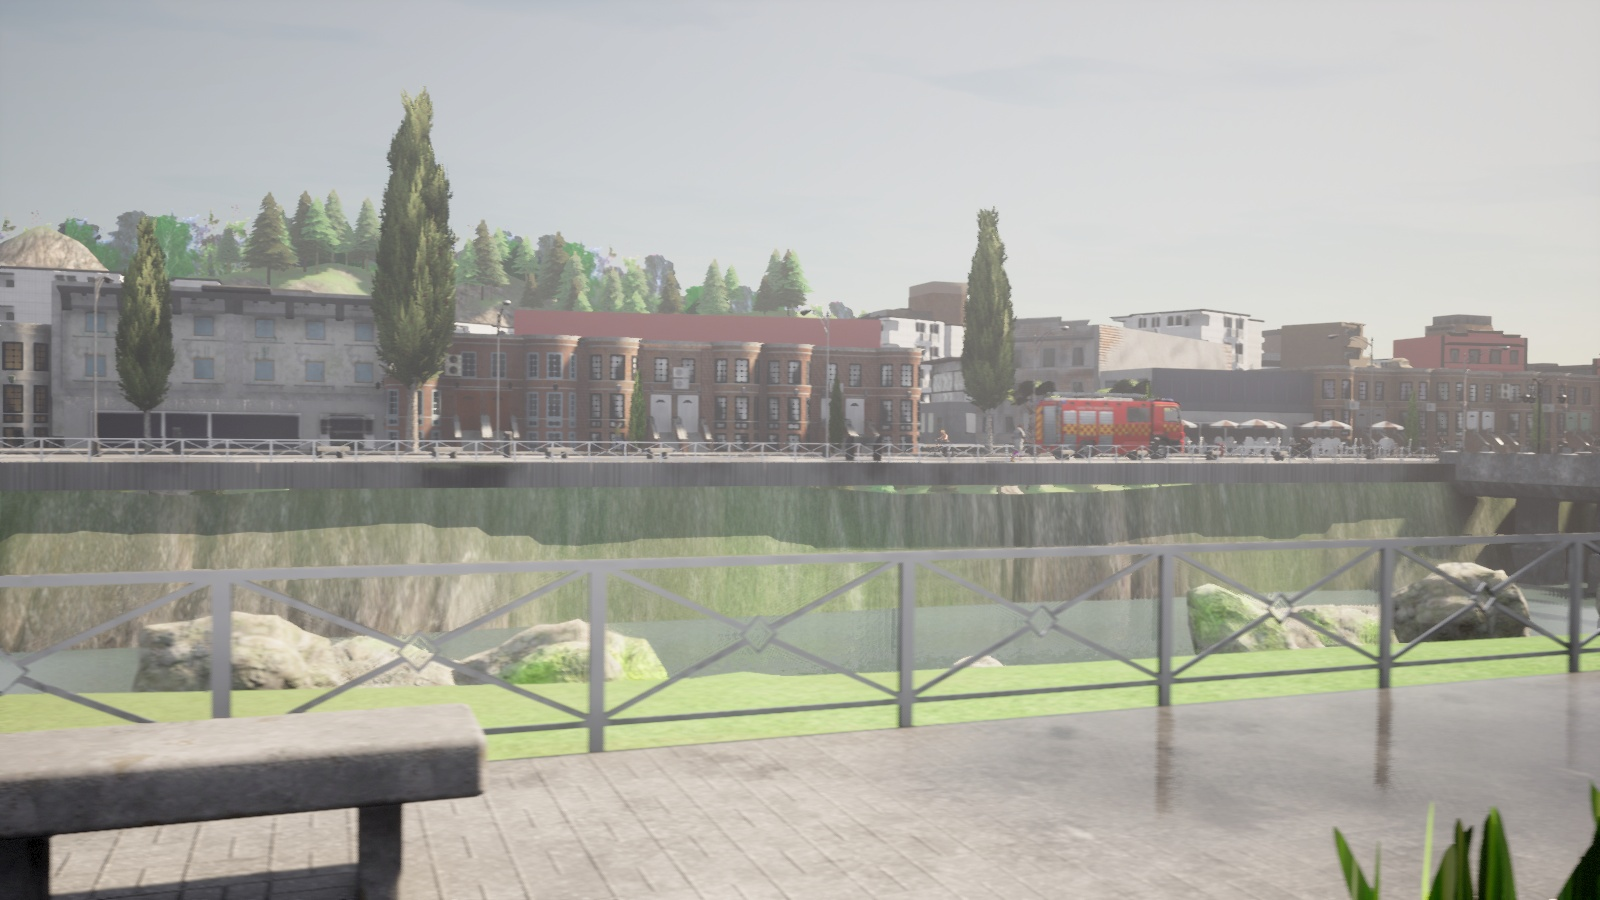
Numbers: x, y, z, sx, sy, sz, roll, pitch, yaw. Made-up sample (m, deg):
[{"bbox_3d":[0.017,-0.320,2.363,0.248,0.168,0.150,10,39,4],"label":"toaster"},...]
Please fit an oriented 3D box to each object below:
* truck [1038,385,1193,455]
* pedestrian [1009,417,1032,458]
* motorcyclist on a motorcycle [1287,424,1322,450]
[{"bbox_3d":[18.188,-1.741,72.348,8.468,3.827,2.891,-1,1,-21],"label":"truck"},{"bbox_3d":[10.630,-0.583,60.471,0.873,1.952,0.659,-1,1,-23],"label":"pedestrian"},{"bbox_3d":[31.036,-0.812,77.244,2.044,1.523,0.797,-1,1,-21],"label":"motorcyclist on a motorcycle"}]
